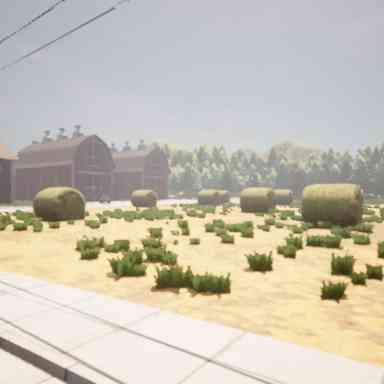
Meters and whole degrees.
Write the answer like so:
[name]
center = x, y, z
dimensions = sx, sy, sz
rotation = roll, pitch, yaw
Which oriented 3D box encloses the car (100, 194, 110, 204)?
[car]
center = -18.018, 1.417, 69.138
dimensions = 1.905, 1.878, 3.866
rotation = 6, 1, -10
